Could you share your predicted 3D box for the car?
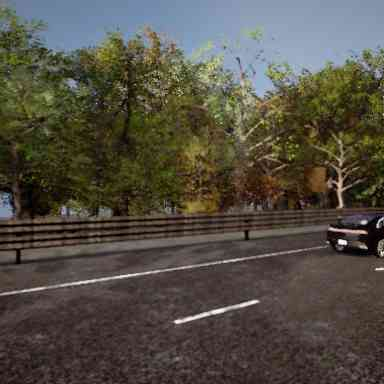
[{"bbox_3d":[7.472,1.649,13.556,4.902,1.511,2.128,1,0,-36],"label":"car"}]
